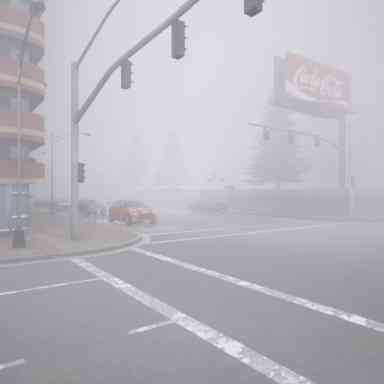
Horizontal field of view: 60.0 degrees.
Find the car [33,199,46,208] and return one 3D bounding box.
[{"bbox_3d":[-21.261,1.600,47.367,1.895,1.301,4.718,0,0,-35],"label":"car"}]

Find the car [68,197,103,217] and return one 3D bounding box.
[{"bbox_3d":[-9.652,1.491,31.265,2.128,1.511,4.902,0,0,-36],"label":"car"}]

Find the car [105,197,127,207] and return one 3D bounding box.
[{"bbox_3d":[-12.137,1.525,52.929,1.812,1.442,4.674,0,0,-36],"label":"car"}]

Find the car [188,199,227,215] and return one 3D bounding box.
[{"bbox_3d":[1.483,1.504,34.100,1.837,1.490,4.892,0,0,-36],"label":"car"}]

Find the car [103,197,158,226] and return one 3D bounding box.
[{"bbox_3d":[-4.315,1.352,23.899,2.097,1.767,4.553,0,0,-36],"label":"car"}]

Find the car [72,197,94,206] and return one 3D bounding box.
[{"bbox_3d":[-18.230,1.546,55.370,2.033,1.411,5.357,0,0,-36],"label":"car"}]

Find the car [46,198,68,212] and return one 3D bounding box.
[{"bbox_3d":[-15.323,1.477,39.107,1.882,1.535,5.008,0,0,-36],"label":"car"}]
